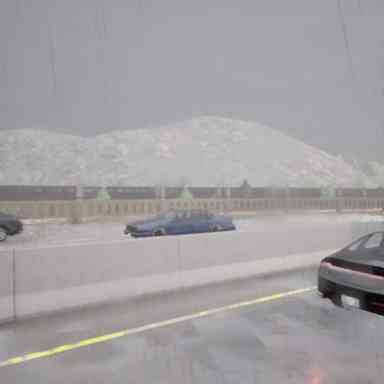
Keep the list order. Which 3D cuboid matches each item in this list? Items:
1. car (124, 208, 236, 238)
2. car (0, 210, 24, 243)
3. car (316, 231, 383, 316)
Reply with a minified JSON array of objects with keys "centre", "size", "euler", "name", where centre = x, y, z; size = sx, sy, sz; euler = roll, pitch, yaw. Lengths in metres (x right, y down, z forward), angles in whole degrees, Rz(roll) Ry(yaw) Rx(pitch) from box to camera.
[{"centre":[-0.451,1.479,15.917],"size":[5.357,1.411,2.033],"euler":[0,0,-30],"name":"car"},{"centre":[-9.811,1.427,13.998],"size":[4.892,1.490,1.837],"euler":[0,0,-34],"name":"car"},{"centre":[4.530,1.472,6.381],"size":[4.902,1.511,2.128],"euler":[0,0,-31],"name":"car"}]
